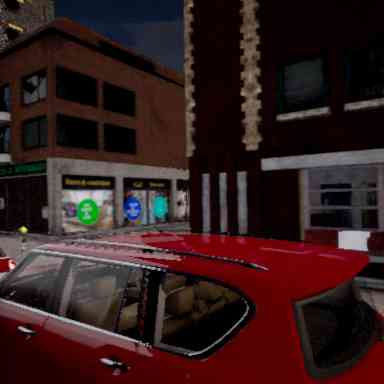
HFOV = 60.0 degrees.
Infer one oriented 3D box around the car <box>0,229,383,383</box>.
[{"bbox_3d":[-0.692,1.324,3.389,5.009,1.841,2.192,0,-1,36],"label":"car"}]
